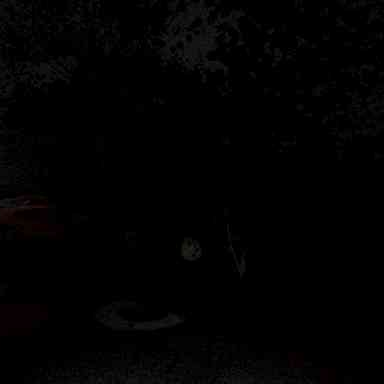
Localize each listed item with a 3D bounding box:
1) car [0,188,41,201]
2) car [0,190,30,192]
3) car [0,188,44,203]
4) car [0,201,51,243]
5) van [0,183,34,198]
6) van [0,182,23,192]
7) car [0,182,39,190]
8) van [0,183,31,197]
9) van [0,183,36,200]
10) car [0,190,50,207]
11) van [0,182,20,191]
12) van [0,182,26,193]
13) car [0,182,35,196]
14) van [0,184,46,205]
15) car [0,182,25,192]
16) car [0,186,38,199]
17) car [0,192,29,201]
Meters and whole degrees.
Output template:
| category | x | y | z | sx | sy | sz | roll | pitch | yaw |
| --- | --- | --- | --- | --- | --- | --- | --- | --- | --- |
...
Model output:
| category | x | y | z | sx | sy | sz | roll | pitch | yaw |
| --- | --- | --- | --- | --- | --- | --- | --- | --- | --- |
| car | -20.456 | 0.305 | 39.094 | 4.792 | 1.488 | 2.163 | 1 | 1 | -30 |
| car | -12.391 | 0.905 | 24.580 | 5.366 | 1.575 | 1.946 | 1 | 2 | -30 |
| car | -19.145 | 0.398 | 36.805 | 4.792 | 1.488 | 2.163 | 1 | 2 | -30 |
| car | -6.793 | 1.343 | 15.169 | 5.008 | 1.535 | 2.097 | 1 | 2 | -30 |
| van | -24.500 | -0.213 | 46.337 | 4.442 | 1.987 | 1.878 | 1 | 1 | -30 |
| van | -39.702 | -1.155 | 72.875 | 4.442 | 1.987 | 1.878 | 1 | 1 | -30 |
| car | -14.948 | 0.442 | 29.483 | 5.566 | 2.045 | 2.435 | 1 | 2 | -30 |
| van | -26.079 | -0.302 | 48.624 | 4.442 | 1.987 | 1.878 | 1 | 1 | -30 |
| van | -21.935 | -0.043 | 41.407 | 4.442 | 1.987 | 1.878 | 1 | 1 | -30 |
| car | -16.381 | 0.612 | 31.864 | 4.792 | 1.488 | 2.163 | 1 | 2 | -30 |
| van | -42.660 | -1.329 | 77.571 | 4.442 | 1.987 | 1.878 | 1 | 1 | -30 |
| van | -34.197 | -0.814 | 63.264 | 4.442 | 1.987 | 1.878 | 1 | 1 | -30 |
| car | -27.377 | -0.411 | 51.069 | 5.566 | 2.045 | 2.435 | 1 | 1 | -30 |
| van | -17.684 | 0.248 | 34.439 | 4.442 | 1.987 | 1.878 | 1 | 2 | -30 |
| car | -38.450 | -1.097 | 70.399 | 5.566 | 2.045 | 2.435 | 1 | 1 | -30 |
| car | -23.227 | 0.096 | 43.884 | 5.008 | 1.535 | 2.097 | 1 | 1 | -30 |
| car | -8.134 | 1.109 | 17.587 | 4.553 | 1.767 | 2.185 | 1 | 2 | -30 |
